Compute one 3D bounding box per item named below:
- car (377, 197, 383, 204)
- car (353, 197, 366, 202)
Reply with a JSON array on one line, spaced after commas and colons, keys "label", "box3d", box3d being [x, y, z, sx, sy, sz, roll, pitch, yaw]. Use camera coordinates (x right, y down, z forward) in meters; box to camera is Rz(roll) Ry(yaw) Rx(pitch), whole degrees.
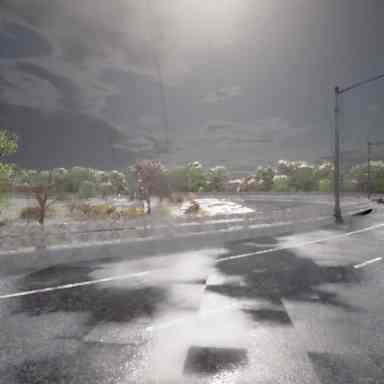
[{"label": "car", "box3d": [36.469, 1.571, 62.673, 1.994, 1.385, 4.181, 0, 0, 14]}, {"label": "car", "box3d": [39.778, 1.820, 78.889, 2.033, 1.411, 5.357, 0, 0, 6]}]
